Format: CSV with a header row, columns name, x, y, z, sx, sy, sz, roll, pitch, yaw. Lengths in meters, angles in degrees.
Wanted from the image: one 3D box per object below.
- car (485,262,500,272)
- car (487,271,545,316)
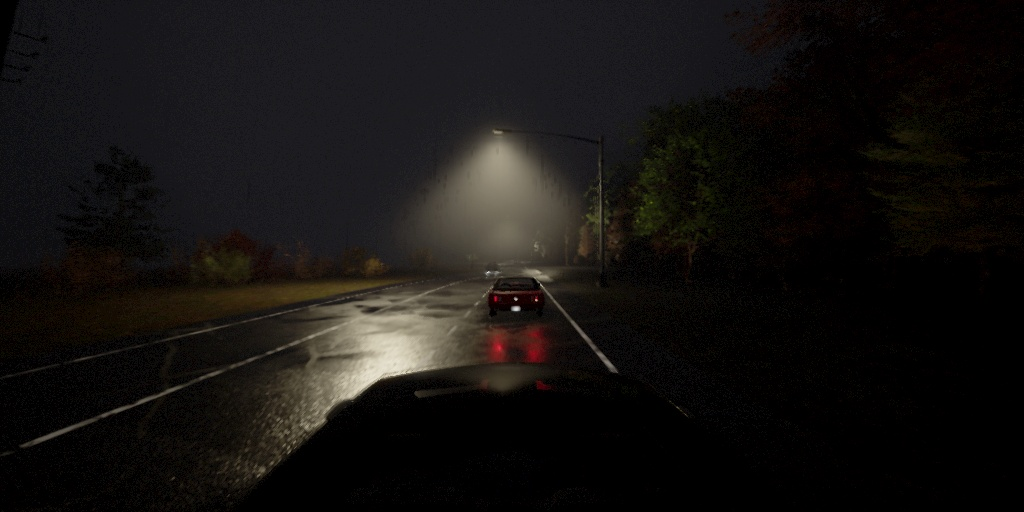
name,x,y,z,sx,sy,sz,roll,pitch,yaw
car,-2.851,1.639,53.931,2.033,1.411,5.357,0,0,4
car,0.165,1.430,13.824,1.895,1.301,4.718,0,0,1
